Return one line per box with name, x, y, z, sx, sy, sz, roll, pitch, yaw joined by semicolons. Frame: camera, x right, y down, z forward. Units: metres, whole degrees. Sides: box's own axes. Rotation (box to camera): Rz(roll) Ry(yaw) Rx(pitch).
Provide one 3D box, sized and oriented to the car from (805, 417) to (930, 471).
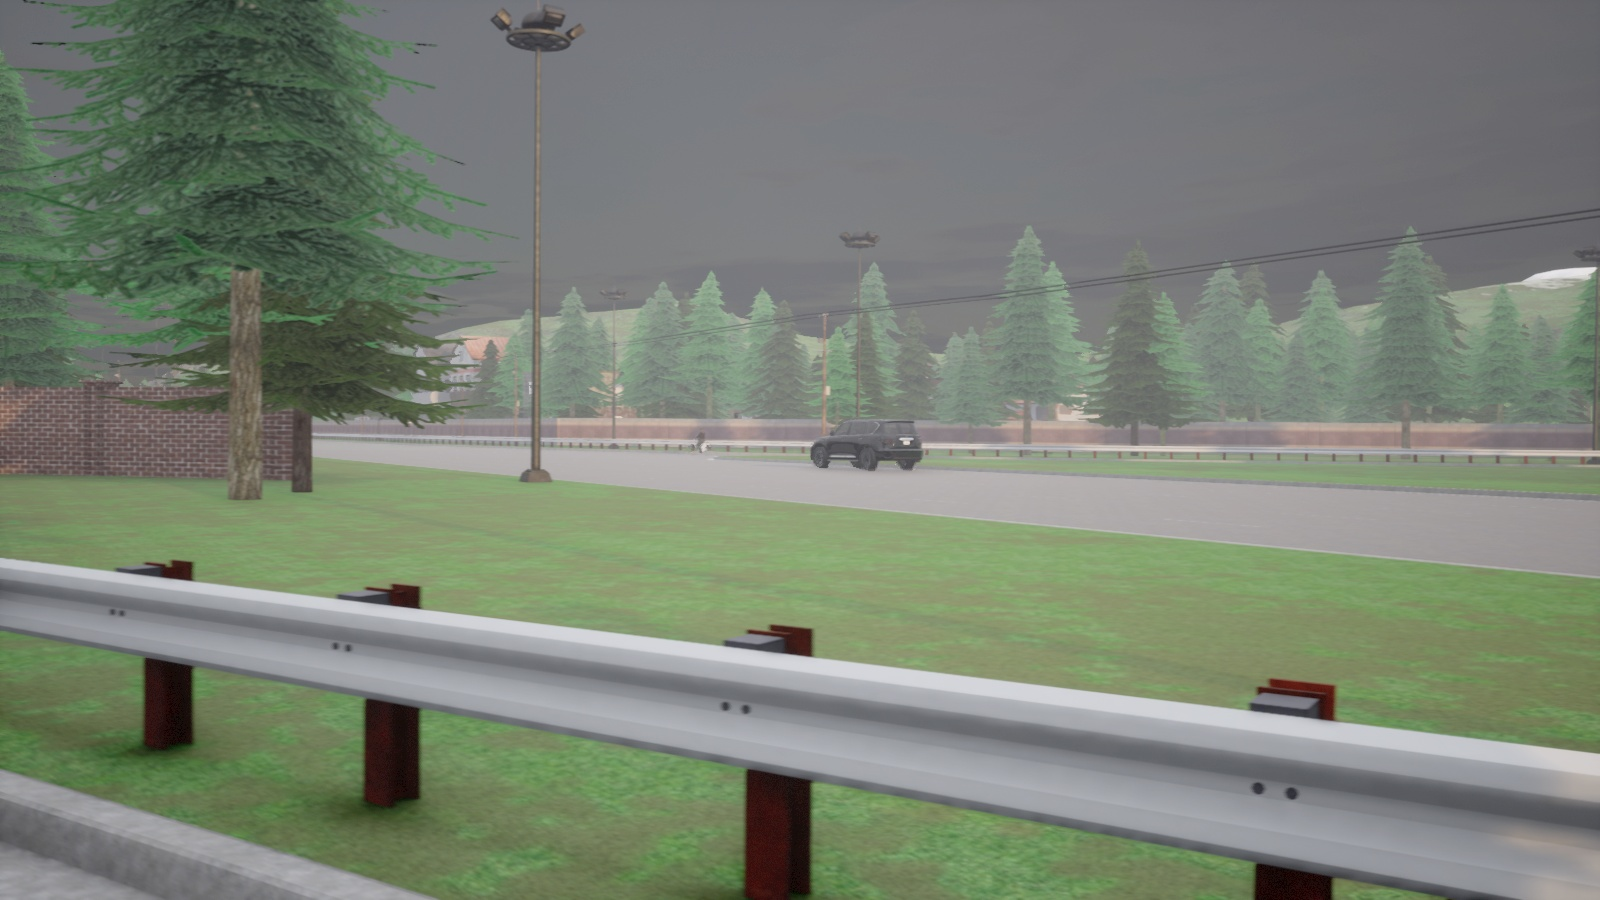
car;2.638;-0.275;50.615;2.150;2.045;5.566;-1;1;-33
